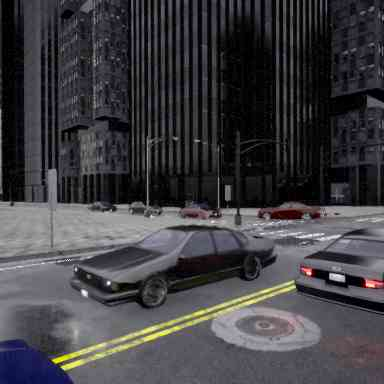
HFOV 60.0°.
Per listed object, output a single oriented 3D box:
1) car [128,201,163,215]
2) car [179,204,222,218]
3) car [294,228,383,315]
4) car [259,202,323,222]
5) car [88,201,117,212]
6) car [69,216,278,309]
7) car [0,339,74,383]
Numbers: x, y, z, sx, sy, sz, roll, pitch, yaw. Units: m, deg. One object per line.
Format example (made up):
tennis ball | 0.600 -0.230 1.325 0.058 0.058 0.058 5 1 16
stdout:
car | -5.151 1.781 36.486 1.837 1.490 4.892 0 0 -42
car | 0.697 1.750 29.944 1.994 1.385 4.181 0 0 -43
car | 4.412 1.547 7.508 5.357 1.411 2.033 0 0 -42
car | 7.925 1.571 27.010 5.008 1.535 1.882 -1 1 27
car | -11.945 1.929 44.087 2.033 1.411 5.357 0 0 -42
car | -0.065 1.547 8.128 5.357 1.411 2.033 0 0 -42
car | -2.676 1.601 1.154 4.718 1.301 1.895 0 0 -42
